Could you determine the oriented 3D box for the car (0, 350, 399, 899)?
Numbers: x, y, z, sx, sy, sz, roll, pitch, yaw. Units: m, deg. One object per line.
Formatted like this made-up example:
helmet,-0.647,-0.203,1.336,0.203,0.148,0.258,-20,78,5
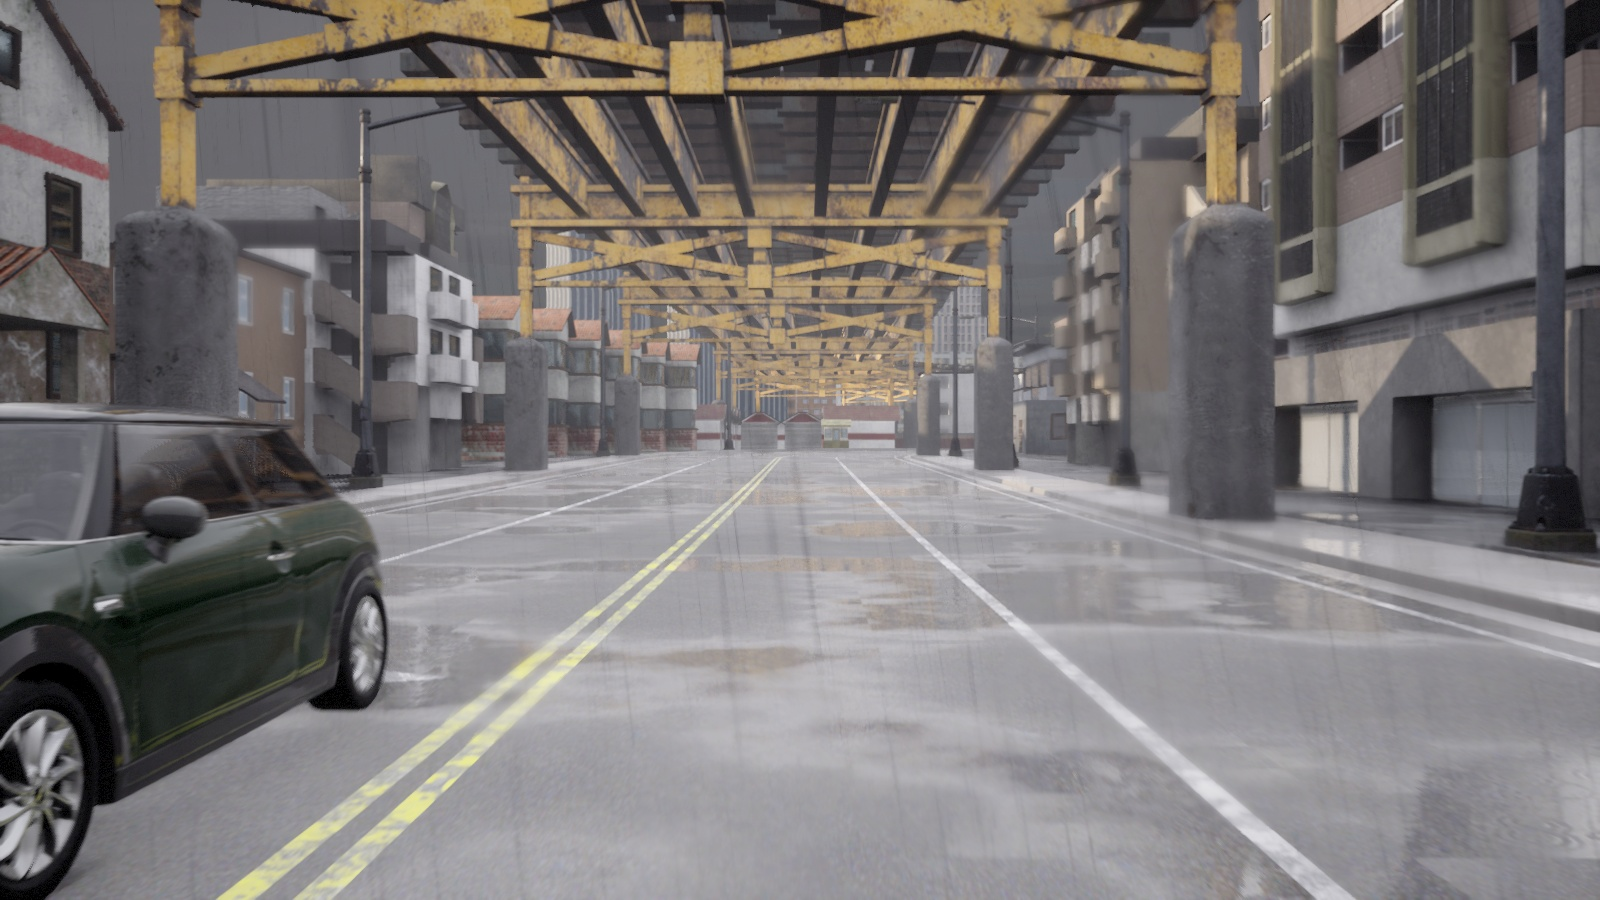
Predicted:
car,-3.455,0.573,5.217,2.097,1.767,4.553,0,0,0
